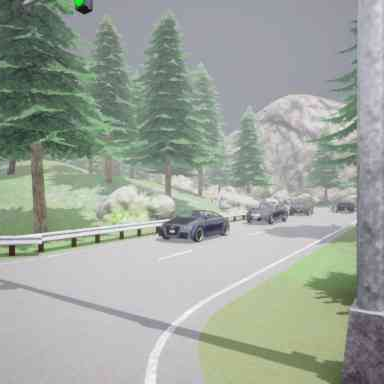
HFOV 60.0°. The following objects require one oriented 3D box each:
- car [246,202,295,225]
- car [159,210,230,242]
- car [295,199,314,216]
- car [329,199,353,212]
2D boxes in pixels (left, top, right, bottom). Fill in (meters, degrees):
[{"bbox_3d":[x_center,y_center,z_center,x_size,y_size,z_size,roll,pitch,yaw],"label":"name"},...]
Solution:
[{"bbox_3d":[5.687,1.516,24.859,2.128,1.511,4.902,0,0,34],"label":"car"},{"bbox_3d":[0.210,1.583,16.558,1.994,1.385,4.181,0,0,33],"label":"car"},{"bbox_3d":[11.096,1.535,33.528,1.837,1.490,4.892,0,0,26],"label":"car"},{"bbox_3d":[17.393,1.609,38.774,1.837,1.490,4.892,2,0,12],"label":"car"}]
